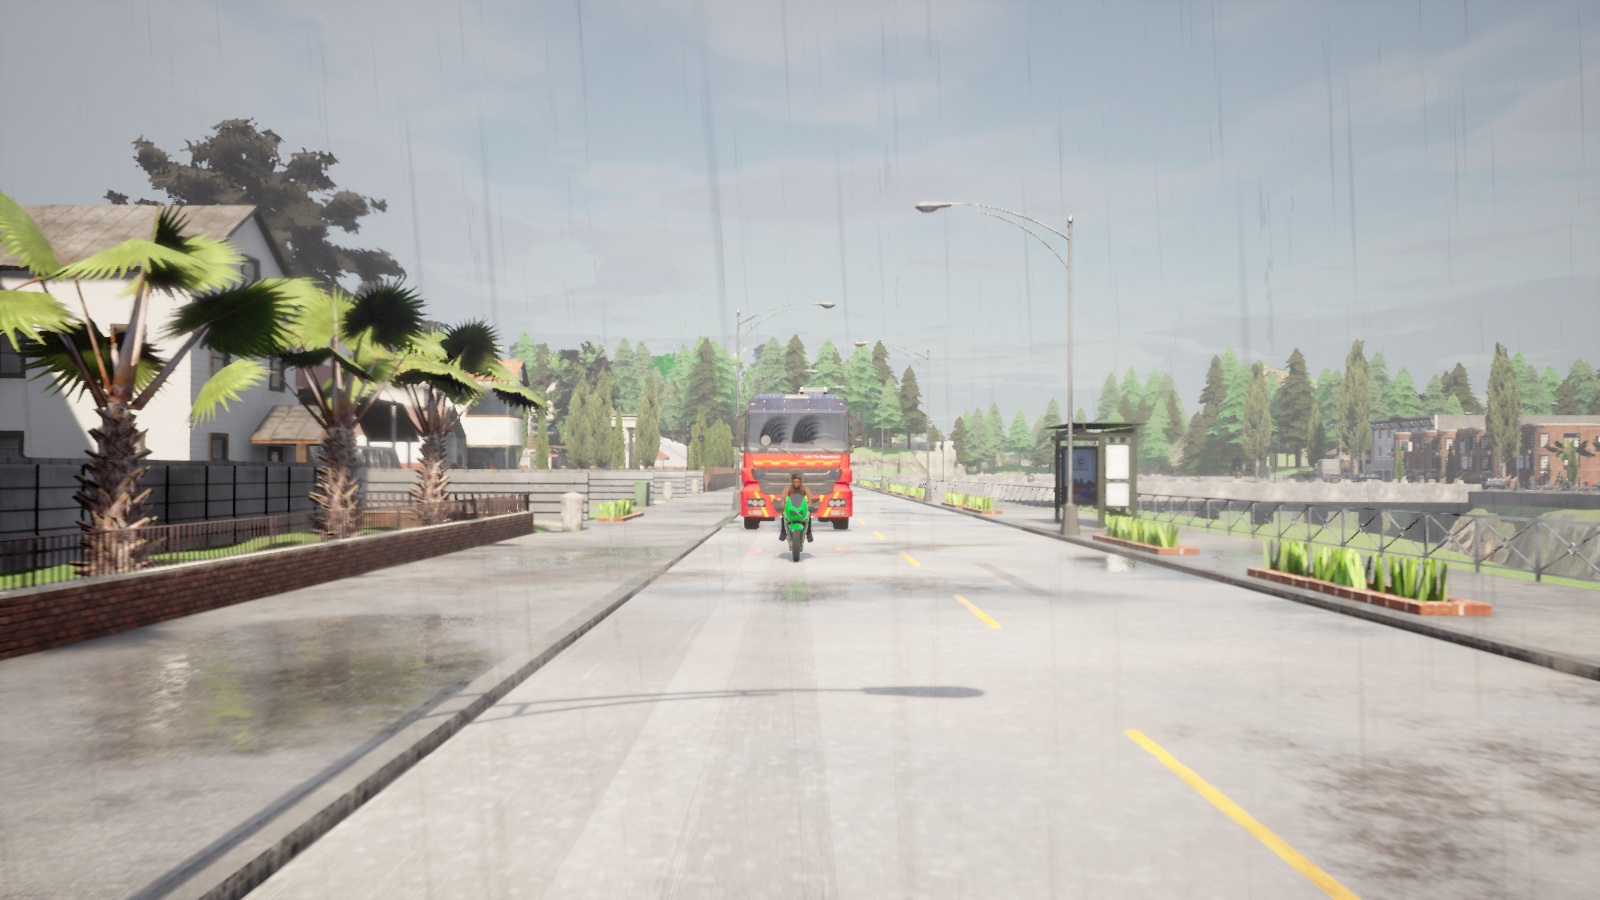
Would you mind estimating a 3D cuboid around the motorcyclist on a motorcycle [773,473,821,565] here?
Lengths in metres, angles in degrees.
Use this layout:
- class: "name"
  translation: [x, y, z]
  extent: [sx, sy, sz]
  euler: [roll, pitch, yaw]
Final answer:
- class: "motorcyclist on a motorcycle"
  translation: [-0.052, 1.165, 21.985]
  extent: [0.797, 1.523, 2.044]
  euler: [0, -1, 0]

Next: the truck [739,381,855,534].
- class: "truck"
  translation: [-0.089, 0.248, 35.708]
  extent: [2.891, 3.827, 8.468]
  euler: [0, -1, 0]
